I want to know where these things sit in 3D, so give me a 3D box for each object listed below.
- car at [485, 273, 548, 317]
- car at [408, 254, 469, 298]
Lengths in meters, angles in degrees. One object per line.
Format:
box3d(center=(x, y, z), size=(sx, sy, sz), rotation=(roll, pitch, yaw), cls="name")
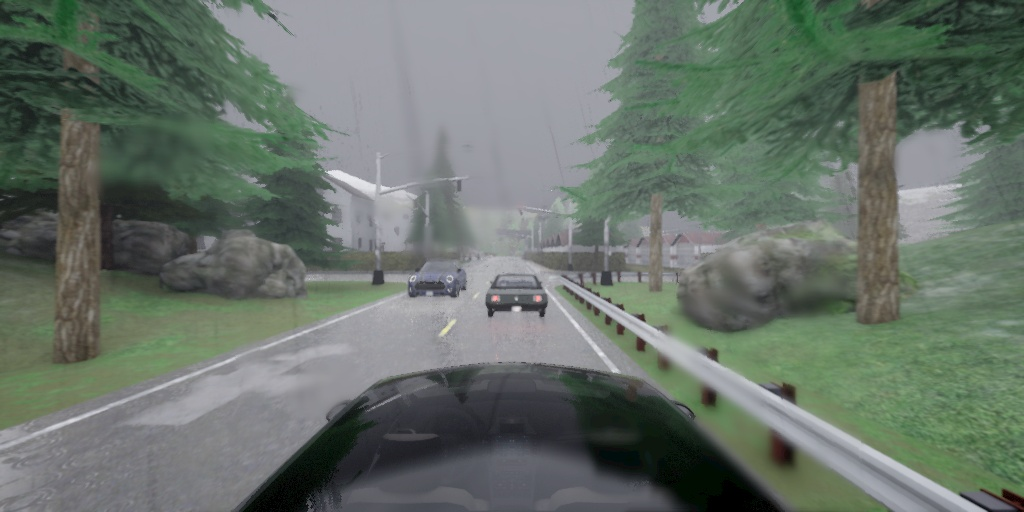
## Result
box3d(center=(0.148, 1.248, 12.667), size=(1.895, 1.301, 4.718), rotation=(0, 0, 0), cls="car")
box3d(center=(-3.424, 0.948, 17.191), size=(2.097, 1.767, 4.553), rotation=(0, 1, 0), cls="car")
